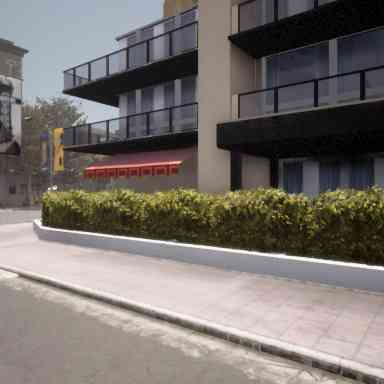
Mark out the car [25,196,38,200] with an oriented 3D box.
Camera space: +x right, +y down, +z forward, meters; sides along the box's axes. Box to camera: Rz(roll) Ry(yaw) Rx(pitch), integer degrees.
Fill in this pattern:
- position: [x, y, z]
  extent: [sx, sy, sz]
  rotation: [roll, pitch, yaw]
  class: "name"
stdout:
- position: [-34.539, 1.481, 68.283]
  extent: [4.892, 1.521, 2.231]
  rotation: [0, 0, 37]
  class: "car"
